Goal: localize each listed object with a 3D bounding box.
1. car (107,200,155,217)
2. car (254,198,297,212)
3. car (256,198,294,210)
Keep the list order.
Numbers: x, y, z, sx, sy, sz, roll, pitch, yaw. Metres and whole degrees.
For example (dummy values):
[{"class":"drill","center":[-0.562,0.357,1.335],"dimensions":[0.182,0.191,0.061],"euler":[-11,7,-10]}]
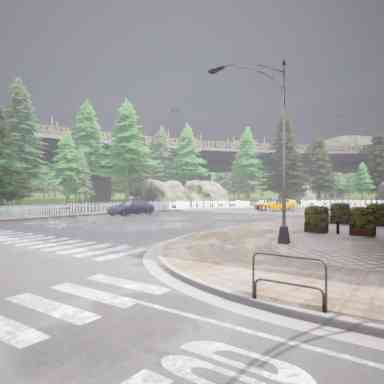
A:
[{"class":"car","center":[-5.495,1.472,30.523],"dimensions":[1.812,1.442,4.674],"euler":[0,0,41]},{"class":"car","center":[9.386,1.423,37.378],"dimensions":[5.008,1.535,1.882],"euler":[0,0,-20]},{"class":"car","center":[10.319,1.510,41.328],"dimensions":[4.181,1.385,1.994],"euler":[0,0,-17]}]
